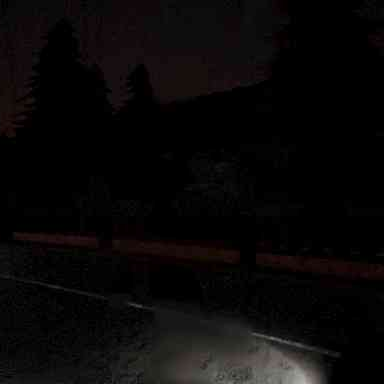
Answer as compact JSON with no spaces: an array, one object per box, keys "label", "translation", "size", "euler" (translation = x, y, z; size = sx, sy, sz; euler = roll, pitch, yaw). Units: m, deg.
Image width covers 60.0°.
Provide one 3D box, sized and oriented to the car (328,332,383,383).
[{"label":"car","translation":[3.433,1.522,1.519],"size":[5.357,1.411,2.033],"euler":[-1,0,35]}]
